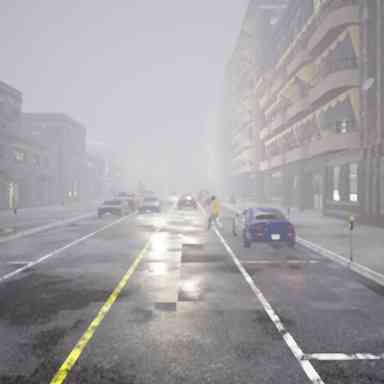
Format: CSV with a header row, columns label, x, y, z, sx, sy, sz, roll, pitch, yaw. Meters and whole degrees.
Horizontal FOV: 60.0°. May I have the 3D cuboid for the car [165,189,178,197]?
label,x,y,z,sx,sy,sz,roll,pitch,yaw
car,-4.060,0.201,69.739,1.837,1.490,4.892,0,1,-1

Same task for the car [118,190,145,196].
label,x,y,z,sx,sy,sz,roll,pitch,yaw
car,-6.155,0.814,31.777,2.192,1.841,5.009,1,1,-1

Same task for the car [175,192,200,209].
label,x,y,z,sx,sy,sz,roll,pitch,yaw
car,-0.478,1.010,35.300,1.994,1.385,4.181,0,1,0

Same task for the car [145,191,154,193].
label,x,y,z,sx,sy,sz,roll,pitch,yaw
car,-6.341,0.904,43.152,1.802,1.307,4.206,1,1,-1

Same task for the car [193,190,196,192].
label,x,y,z,sx,sy,sz,roll,pitch,yaw
car,-0.746,0.680,50.943,1.882,1.535,5.008,0,1,0

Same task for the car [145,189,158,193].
label,x,y,z,sx,sy,sz,roll,pitch,yaw
car,-6.401,0.549,48.834,2.192,1.841,5.009,1,1,-1

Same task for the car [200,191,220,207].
label,x,y,z,sx,sy,sz,roll,pitch,yaw
car,2.132,0.954,37.654,1.887,1.381,4.507,1,1,-1

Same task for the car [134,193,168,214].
label,x,y,z,sx,sy,sz,roll,pitch,yaw
car,-3.545,1.084,29.365,2.033,1.411,5.357,0,1,-1

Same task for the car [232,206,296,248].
label,x,y,z,sx,sy,sz,roll,pitch,yaw
car,2.795,1.311,13.548,1.812,1.442,4.674,0,1,-1

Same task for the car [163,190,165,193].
label,x,y,z,sx,sy,sz,roll,pitch,yaw
car,-6.988,0.152,88.466,1.752,1.417,4.829,1,1,-1

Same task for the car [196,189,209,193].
label,x,y,z,sx,sy,sz,roll,pitch,yaw
car,1.877,0.460,54.706,2.192,1.841,5.009,1,1,-1

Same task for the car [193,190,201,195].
label,x,y,z,sx,sy,sz,roll,pitch,yaw
car,1.354,0.174,88.821,2.008,1.369,4.403,1,1,-1

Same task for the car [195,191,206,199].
label,x,y,z,sx,sy,sz,roll,pitch,yaw
car,1.700,0.536,66.081,1.947,1.339,4.313,1,1,-1

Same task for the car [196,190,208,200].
label,x,y,z,sx,sy,sz,roll,pitch,yaw
car,1.789,0.497,60.393,1.967,1.590,4.097,1,1,-1

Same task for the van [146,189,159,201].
label,x,y,z,sx,sy,sz,roll,pitch,yaw
van,-6.472,0.487,54.520,1.690,1.788,3.998,1,1,-1

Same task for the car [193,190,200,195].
label,x,y,z,sx,sy,sz,roll,pitch,yaw
car,1.266,0.060,94.676,1.752,1.417,4.829,1,1,-1

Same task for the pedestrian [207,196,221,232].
label,x,y,z,sx,sy,sz,roll,pitch,yaw
pedestrian,1.080,1.034,16.371,0.375,1.860,0.375,1,0,-1

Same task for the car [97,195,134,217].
label,x,y,z,sx,sy,sz,roll,pitch,yaw
car,-6.073,1.153,26.096,1.947,1.339,4.313,1,1,-1
